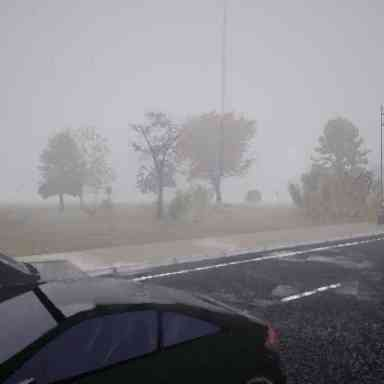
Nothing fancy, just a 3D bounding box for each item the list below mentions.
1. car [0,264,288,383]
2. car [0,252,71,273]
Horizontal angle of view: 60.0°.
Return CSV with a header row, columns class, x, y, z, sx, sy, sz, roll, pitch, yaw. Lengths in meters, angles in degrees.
class,x,y,z,sx,sy,sz,roll,pitch,yaw
car,-1.126,1.561,2.853,4.181,1.385,1.994,0,0,-35
car,-3.954,1.598,4.840,4.718,1.301,1.895,0,0,-35
